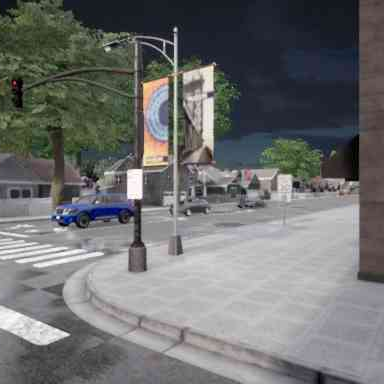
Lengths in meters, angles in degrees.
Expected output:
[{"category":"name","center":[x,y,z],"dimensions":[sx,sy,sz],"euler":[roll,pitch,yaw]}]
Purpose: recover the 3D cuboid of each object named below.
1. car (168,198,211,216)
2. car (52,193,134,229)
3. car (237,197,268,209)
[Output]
[{"category":"car","center":[-0.129,1.344,30.088],"dimensions":[1.837,1.490,4.892],"euler":[0,1,36]},{"category":"car","center":[-6.189,1.120,21.621],"dimensions":[2.150,2.045,5.566],"euler":[0,0,36]},{"category":"car","center":[7.472,1.317,40.684],"dimensions":[2.033,1.411,5.357],"euler":[0,0,35]}]
